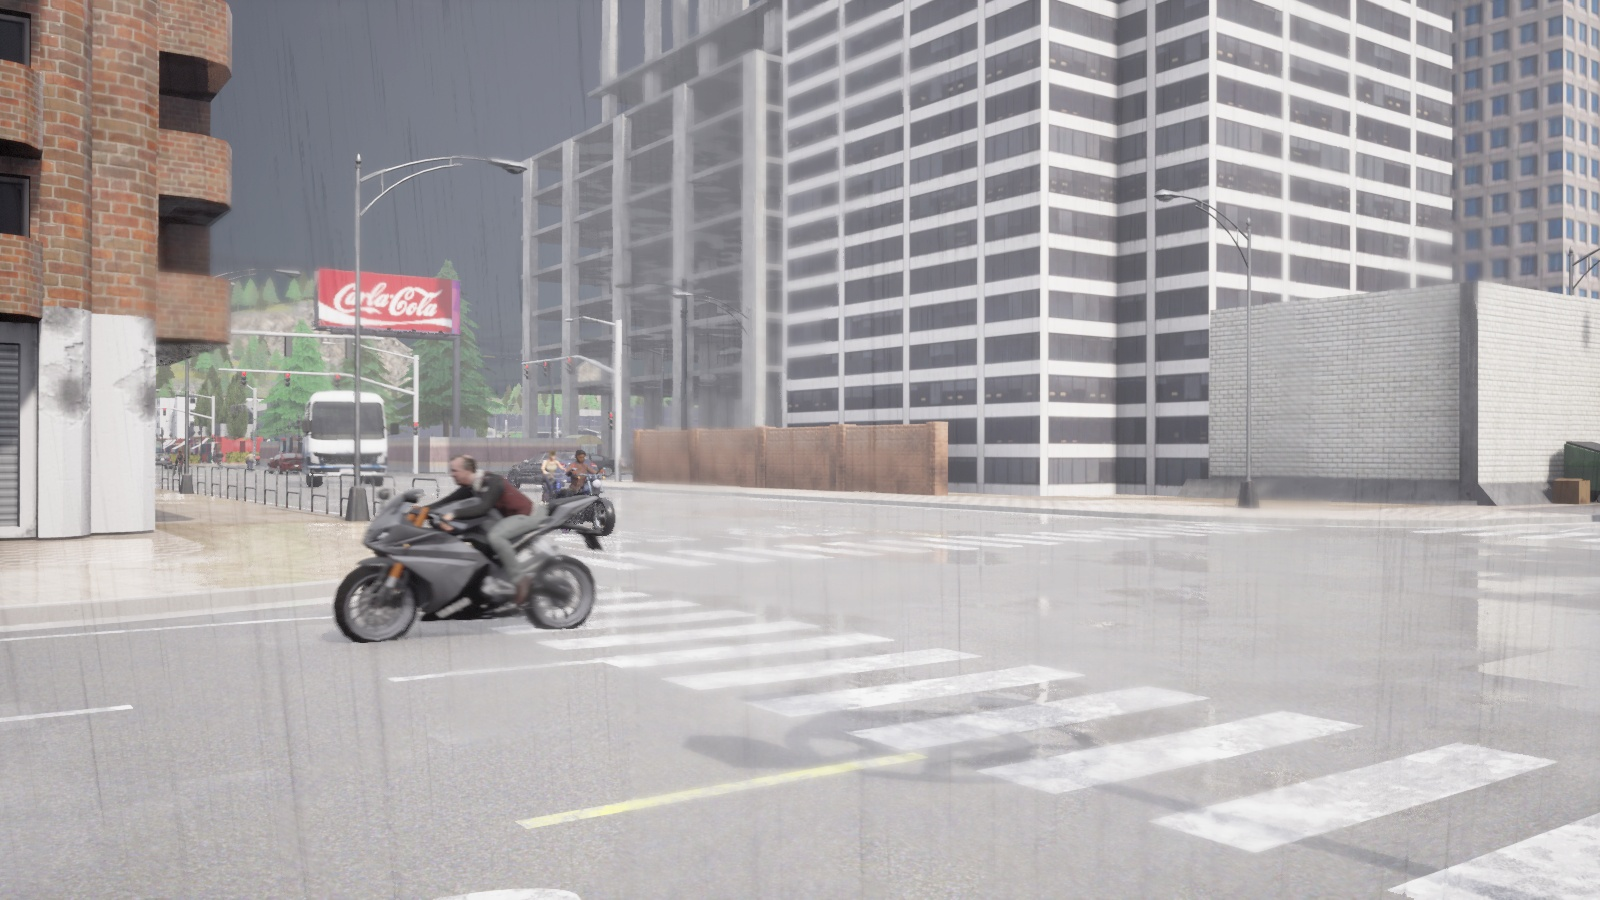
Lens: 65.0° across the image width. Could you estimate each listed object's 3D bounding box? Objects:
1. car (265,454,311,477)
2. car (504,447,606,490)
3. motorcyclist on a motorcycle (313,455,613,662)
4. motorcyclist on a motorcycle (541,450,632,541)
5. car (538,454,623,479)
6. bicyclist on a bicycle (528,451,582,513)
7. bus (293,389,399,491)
[{"bbox_3d":[-35.470,1.066,86.977,1.882,1.535,5.008,0,0,-35],"label":"car"},{"bbox_3d":[-9.902,0.723,50.491,2.152,1.651,5.027,0,0,-35],"label":"car"},{"bbox_3d":[-2.730,0.825,10.305,2.191,1.530,0.866,1,-1,-35],"label":"motorcyclist on a motorcycle"},{"bbox_3d":[-4.087,0.818,23.884,0.766,1.649,2.350,0,0,-35],"label":"motorcyclist on a motorcycle"},{"bbox_3d":[-13.926,1.003,79.919,5.008,1.535,1.882,0,0,-35],"label":"car"},{"bbox_3d":[-6.546,0.833,33.506,0.866,1.612,1.509,0,0,-35],"label":"bicyclist on a bicycle"},{"bbox_3d":[-20.950,-0.391,57.526,3.944,4.253,10.273,0,0,-23],"label":"bus"}]
